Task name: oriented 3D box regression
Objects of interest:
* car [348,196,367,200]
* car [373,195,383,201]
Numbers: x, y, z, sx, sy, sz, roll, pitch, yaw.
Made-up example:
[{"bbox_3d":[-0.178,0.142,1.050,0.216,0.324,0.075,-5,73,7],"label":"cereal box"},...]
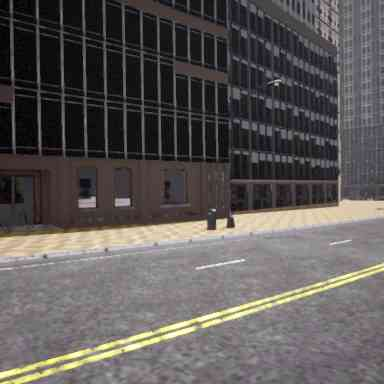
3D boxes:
[{"bbox_3d":[40.270,1.390,81.039,1.802,1.307,4.206,-1,1,-45],"label":"car"},{"bbox_3d":[44.252,1.409,76.981,1.947,1.339,4.313,-1,1,-45],"label":"car"}]
